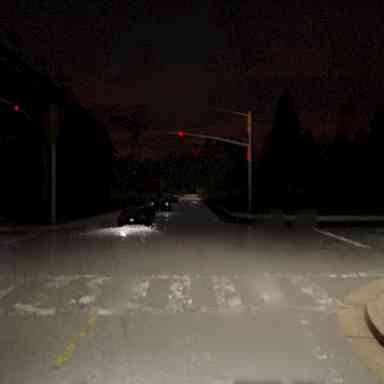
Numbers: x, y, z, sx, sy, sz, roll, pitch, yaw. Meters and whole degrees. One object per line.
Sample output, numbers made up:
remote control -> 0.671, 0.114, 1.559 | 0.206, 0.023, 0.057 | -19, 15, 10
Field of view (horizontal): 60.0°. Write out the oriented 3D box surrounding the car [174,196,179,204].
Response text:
car -> -3.404, 1.508, 62.046 | 2.033, 1.411, 5.357 | 0, 0, 1

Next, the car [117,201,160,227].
car -> -3.655, 1.547, 22.667 | 1.994, 1.385, 4.181 | 0, 0, 3

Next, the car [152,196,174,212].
car -> -3.515, 1.328, 38.113 | 2.097, 1.767, 4.553 | 0, 0, 0
